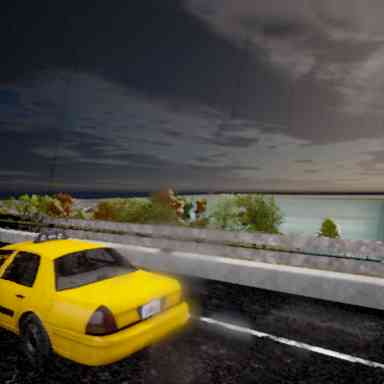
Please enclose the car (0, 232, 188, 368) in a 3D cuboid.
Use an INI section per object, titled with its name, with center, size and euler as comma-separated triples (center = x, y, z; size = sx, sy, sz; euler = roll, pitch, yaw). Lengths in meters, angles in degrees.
[car]
center = -2.596, 1.465, 5.733
size = 5.366, 1.575, 1.801
euler = 0, 0, 36
